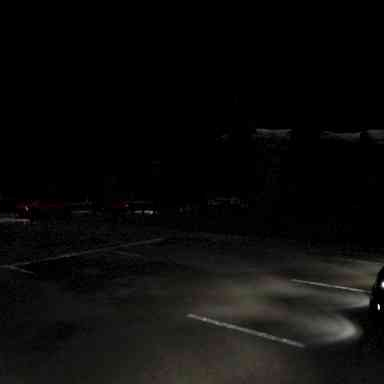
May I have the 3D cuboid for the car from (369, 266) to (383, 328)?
[{"bbox_3d":[5.064,1.352,4.633,4.553,1.767,2.097,0,0,36],"label":"car"}]

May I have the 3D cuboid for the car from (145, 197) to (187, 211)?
[{"bbox_3d":[-3.296,1.411,39.530,4.892,1.490,1.837,-2,2,-44],"label":"car"}]

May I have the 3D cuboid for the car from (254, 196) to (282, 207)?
[{"bbox_3d":[11.728,1.439,51.308,4.892,1.490,1.837,0,0,-31],"label":"car"}]

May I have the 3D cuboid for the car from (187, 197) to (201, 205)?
[{"bbox_3d":[-0.581,1.428,46.706,4.674,1.442,1.812,0,0,-39],"label":"car"}]

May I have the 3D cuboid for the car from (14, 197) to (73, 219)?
[{"bbox_3d":[-12.599,1.264,28.307,2.097,1.767,4.553,0,0,35],"label":"car"}]

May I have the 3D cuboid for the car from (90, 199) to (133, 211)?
[{"bbox_3d":[-9.278,1.494,38.340,1.895,1.301,4.718,0,0,43],"label":"car"}]
